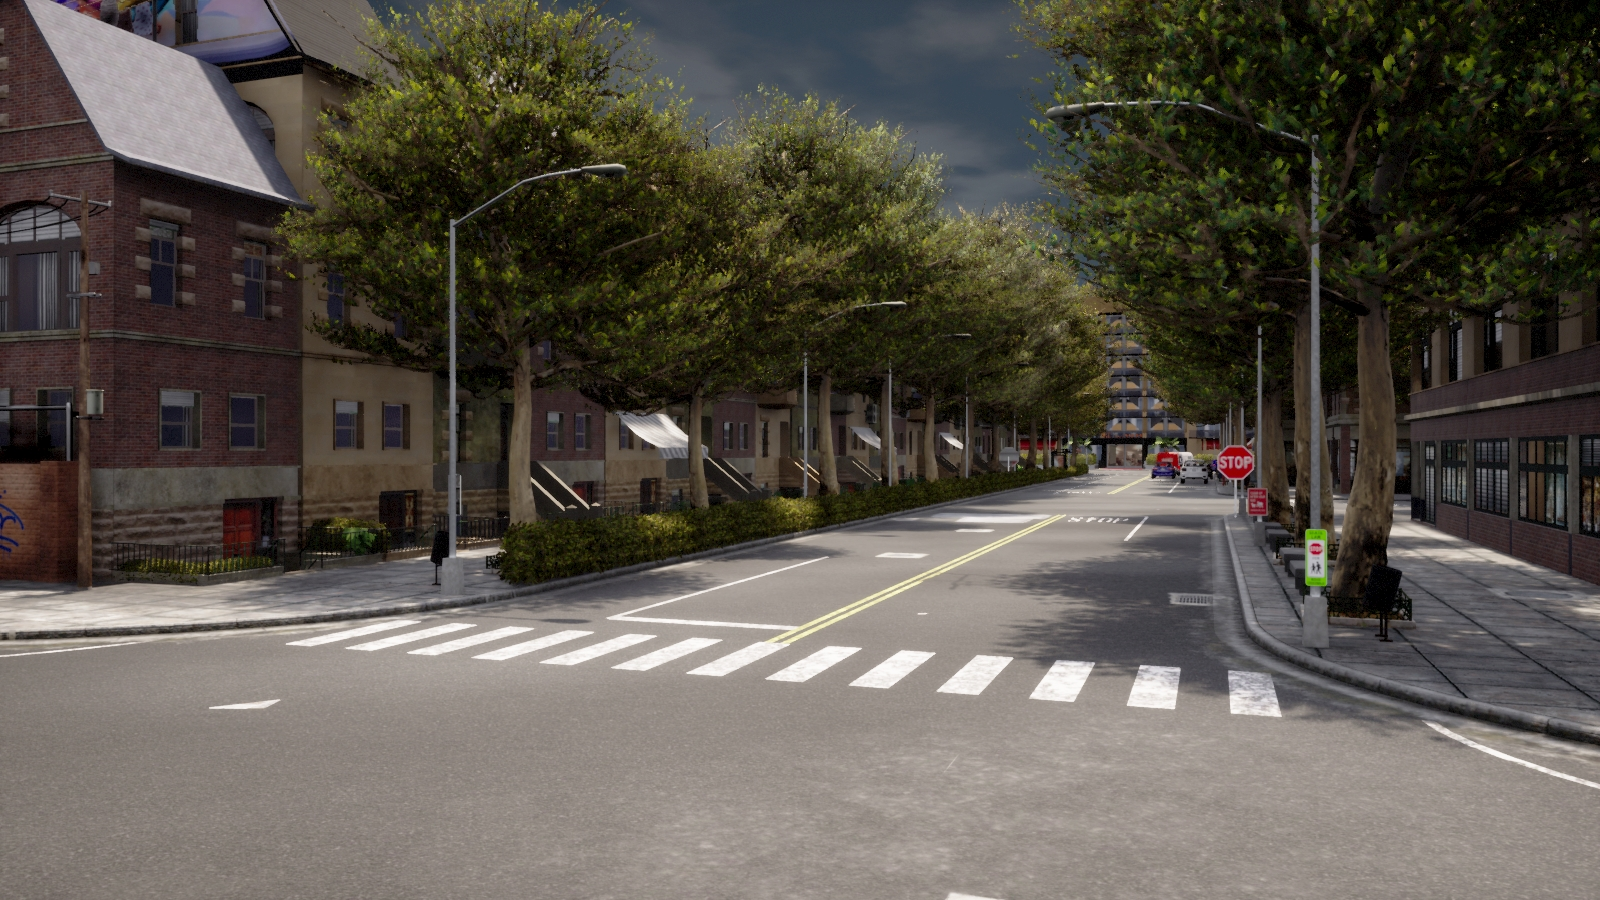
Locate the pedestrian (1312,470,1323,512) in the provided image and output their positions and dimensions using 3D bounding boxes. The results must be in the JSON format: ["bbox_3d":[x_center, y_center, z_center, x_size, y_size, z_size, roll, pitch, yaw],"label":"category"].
[{"bbox_3d":[23.252,1.848,51.350,0.375,1.860,0.375,0,0,14],"label":"pedestrian"}]
